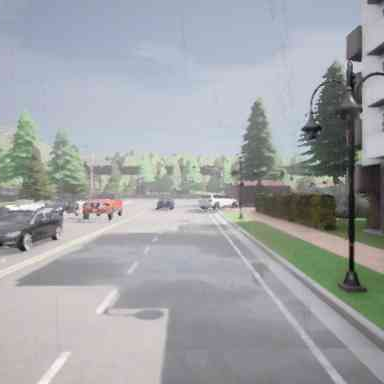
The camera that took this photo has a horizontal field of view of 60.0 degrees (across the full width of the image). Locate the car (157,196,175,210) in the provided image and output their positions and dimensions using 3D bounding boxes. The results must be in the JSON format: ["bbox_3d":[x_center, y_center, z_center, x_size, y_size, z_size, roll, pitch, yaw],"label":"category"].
[{"bbox_3d":[-3.406,1.365,44.029,2.097,1.767,4.553,0,0,0],"label":"car"}]

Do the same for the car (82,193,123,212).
[{"bbox_3d":[-6.998,0.951,26.670,2.150,2.045,5.566,0,0,0],"label":"car"}]

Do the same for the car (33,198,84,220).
[{"bbox_3d":[-10.498,1.251,26.700,2.128,1.511,4.902,0,0,0],"label":"car"}]

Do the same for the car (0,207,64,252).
[{"bbox_3d":[-7.076,1.496,14.066,2.128,1.511,4.902,0,0,0],"label":"car"}]

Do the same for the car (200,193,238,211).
[{"bbox_3d":[3.414,1.221,41.864,5.566,2.045,2.150,0,-2,-44],"label":"car"}]
